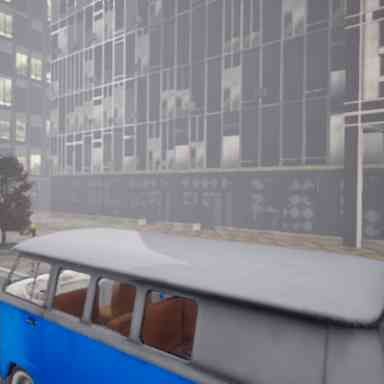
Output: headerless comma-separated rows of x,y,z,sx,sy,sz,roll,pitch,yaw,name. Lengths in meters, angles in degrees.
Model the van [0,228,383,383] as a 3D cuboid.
-0.231,1.324,3.032,3.998,1.788,1.690,1,1,35,van
